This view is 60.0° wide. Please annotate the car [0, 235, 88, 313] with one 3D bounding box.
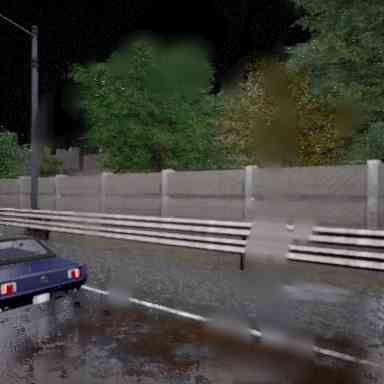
[{"bbox_3d":[-4.463,1.593,7.176,4.718,1.301,1.895,0,0,36],"label":"car"}]
